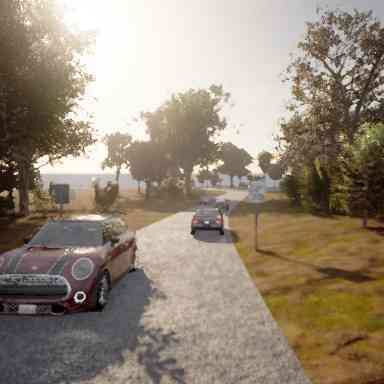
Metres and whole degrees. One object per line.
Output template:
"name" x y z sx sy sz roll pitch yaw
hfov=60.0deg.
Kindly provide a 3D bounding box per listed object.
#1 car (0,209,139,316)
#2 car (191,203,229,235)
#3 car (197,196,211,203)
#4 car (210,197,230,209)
"car" -2.639 1.351 7.759 2.097 1.767 4.553 0 0 2
"car" 0.967 1.621 19.562 2.033 1.411 5.357 0 0 5
"car" 1.993 1.266 48.338 2.033 1.411 5.357 2 2 11
"car" 3.654 1.479 41.030 1.812 1.442 4.674 1 1 9
